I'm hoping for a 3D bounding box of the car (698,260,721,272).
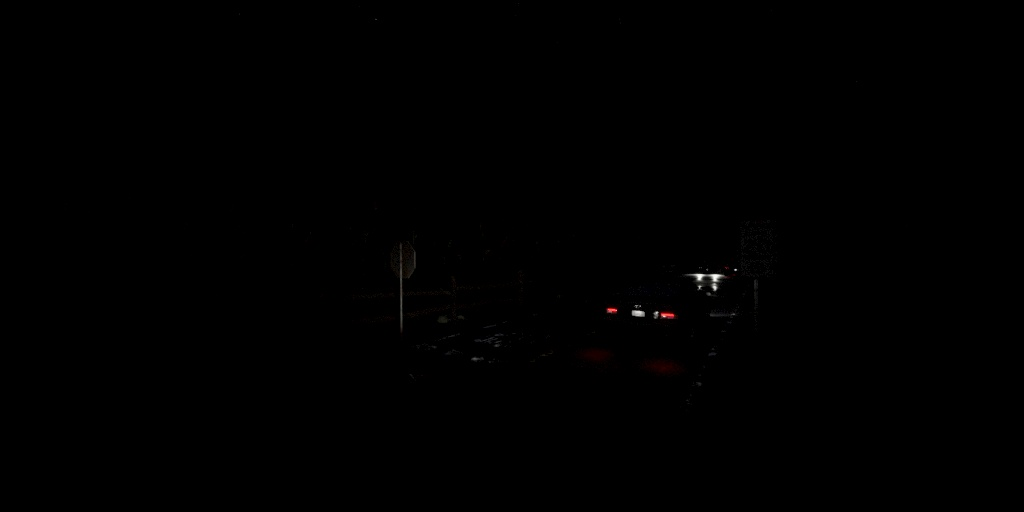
[{"bbox_3d":[22.178,1.197,40.195,1.837,1.490,4.892,0,0,35],"label":"car"}]

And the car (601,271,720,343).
[{"bbox_3d":[4.178,1.291,9.820,2.033,1.411,5.357,0,0,35],"label":"car"}]

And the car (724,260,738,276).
[{"bbox_3d":[22.188,1.265,35.343,1.994,1.385,4.181,0,0,36],"label":"car"}]
